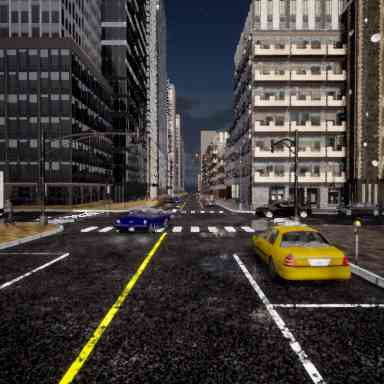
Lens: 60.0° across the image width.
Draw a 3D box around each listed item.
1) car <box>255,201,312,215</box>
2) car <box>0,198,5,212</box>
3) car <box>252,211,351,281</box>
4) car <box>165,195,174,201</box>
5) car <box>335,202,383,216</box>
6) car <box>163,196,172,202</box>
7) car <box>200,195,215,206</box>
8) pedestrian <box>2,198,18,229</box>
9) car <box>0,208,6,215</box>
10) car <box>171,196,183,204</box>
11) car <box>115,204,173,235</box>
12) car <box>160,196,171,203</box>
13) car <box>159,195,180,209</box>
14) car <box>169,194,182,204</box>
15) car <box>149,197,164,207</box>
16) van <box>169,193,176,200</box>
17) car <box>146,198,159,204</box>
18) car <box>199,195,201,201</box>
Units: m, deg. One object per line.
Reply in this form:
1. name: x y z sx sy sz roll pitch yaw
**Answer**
1. car: 8.171 1.528 29.812 5.008 1.535 1.882 0 1 -5
2. car: -21.597 1.276 33.187 4.829 1.417 1.752 0 0 1
3. car: 2.826 1.523 9.679 1.752 1.417 4.829 -1 0 0
4. car: -5.544 1.530 81.407 1.887 1.381 4.507 -1 0 0
5. car: 16.377 1.624 32.616 4.403 1.369 2.008 0 0 1
6. car: -5.554 1.568 75.753 1.802 1.307 4.206 -1 0 0
7. car: 2.781 1.539 53.118 2.008 1.369 4.403 -1 0 0
8. pedestrian: -10.078 1.159 18.378 0.375 1.860 0.375 -1 1 0
9. car: -18.276 1.423 27.374 5.357 1.411 2.033 0 1 1
10. car: -2.909 1.534 65.978 2.033 1.411 5.357 0 0 0
11. car: -2.702 1.596 19.088 1.895 1.301 4.718 0 0 10
12. car: -5.566 1.531 70.098 1.887 1.381 4.507 -1 0 0
13. car: -3.001 1.495 45.846 1.837 1.490 4.892 0 0 0
14. car: -2.979 1.514 55.593 1.812 1.442 4.674 0 0 0
15. car: -5.599 1.554 53.134 1.947 1.339 4.313 -1 0 0
16. van: -5.525 1.325 92.717 1.690 1.788 3.998 -1 0 0
17. car: -5.610 1.515 47.310 1.752 1.417 4.829 -1 0 0
18. car: 2.846 1.425 87.046 1.967 1.590 4.097 -1 0 0
